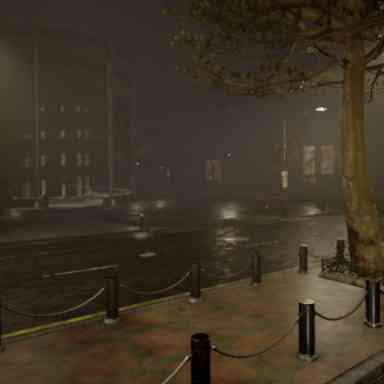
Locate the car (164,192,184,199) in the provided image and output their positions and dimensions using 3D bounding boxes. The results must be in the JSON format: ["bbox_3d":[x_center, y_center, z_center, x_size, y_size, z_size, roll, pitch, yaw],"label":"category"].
[{"bbox_3d":[-4.322,0.811,80.140,4.553,1.767,2.097,0,0,26],"label":"car"}]

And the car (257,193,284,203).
[{"bbox_3d":[12.511,0.965,52.454,1.882,1.535,5.008,-1,1,-35],"label":"car"}]

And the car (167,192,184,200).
[{"bbox_3d":[-5.139,1.016,76.629,4.902,1.511,2.128,0,0,30],"label":"car"}]

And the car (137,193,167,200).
[{"bbox_3d":[-8.939,1.065,74.648,5.357,1.411,2.033,0,0,26],"label":"car"}]

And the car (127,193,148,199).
[{"bbox_3d":[-13.714,0.990,83.849,4.674,1.442,1.812,-1,0,12],"label":"car"}]

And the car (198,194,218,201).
[{"bbox_3d":[3.121,1.053,65.261,1.994,1.385,4.181,-1,1,-39],"label":"car"}]
